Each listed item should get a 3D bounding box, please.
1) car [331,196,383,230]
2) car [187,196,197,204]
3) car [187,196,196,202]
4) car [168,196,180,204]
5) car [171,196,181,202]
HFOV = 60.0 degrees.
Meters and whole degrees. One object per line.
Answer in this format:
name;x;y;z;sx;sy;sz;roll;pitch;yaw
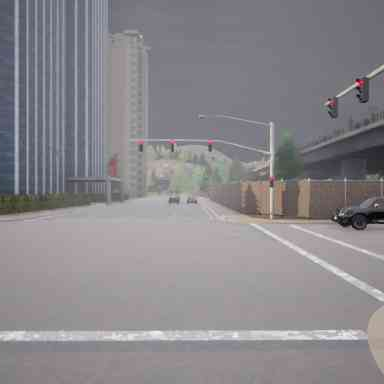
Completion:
car;11.817;1.277;20.970;5.566;2.045;2.150;0;0;0
car;0.014;1.564;64.636;1.994;1.385;4.181;0;0;0
car;-0.099;1.595;74.598;1.895;1.301;4.718;0;0;0
car;-3.488;1.478;64.240;1.882;1.535;5.008;0;0;0
car;-3.598;1.540;74.457;2.033;1.411;5.357;0;0;0
